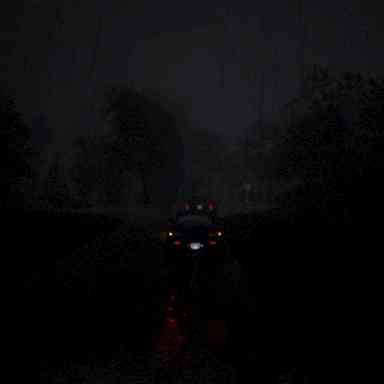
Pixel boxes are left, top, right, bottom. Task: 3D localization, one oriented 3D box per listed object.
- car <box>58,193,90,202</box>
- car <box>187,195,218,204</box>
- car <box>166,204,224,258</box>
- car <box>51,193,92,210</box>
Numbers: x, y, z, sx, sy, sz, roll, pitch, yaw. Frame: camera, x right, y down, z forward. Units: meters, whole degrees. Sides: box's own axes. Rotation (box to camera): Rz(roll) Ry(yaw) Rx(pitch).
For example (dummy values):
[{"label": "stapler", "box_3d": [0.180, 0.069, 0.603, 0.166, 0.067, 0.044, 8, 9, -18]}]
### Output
[{"label": "car", "box_3d": [-18.426, 0.824, 52.040, 1.895, 1.301, 4.718, 0, 1, 27]}, {"label": "car", "box_3d": [0.779, 0.996, 23.836, 2.097, 1.767, 4.553, 0, 1, 8]}, {"label": "car", "box_3d": [0.105, 1.348, 11.848, 1.812, 1.442, 4.674, 0, 1, 0]}, {"label": "car", "box_3d": [-12.485, 0.964, 34.319, 5.008, 1.535, 1.882, 0, 1, 34]}]
